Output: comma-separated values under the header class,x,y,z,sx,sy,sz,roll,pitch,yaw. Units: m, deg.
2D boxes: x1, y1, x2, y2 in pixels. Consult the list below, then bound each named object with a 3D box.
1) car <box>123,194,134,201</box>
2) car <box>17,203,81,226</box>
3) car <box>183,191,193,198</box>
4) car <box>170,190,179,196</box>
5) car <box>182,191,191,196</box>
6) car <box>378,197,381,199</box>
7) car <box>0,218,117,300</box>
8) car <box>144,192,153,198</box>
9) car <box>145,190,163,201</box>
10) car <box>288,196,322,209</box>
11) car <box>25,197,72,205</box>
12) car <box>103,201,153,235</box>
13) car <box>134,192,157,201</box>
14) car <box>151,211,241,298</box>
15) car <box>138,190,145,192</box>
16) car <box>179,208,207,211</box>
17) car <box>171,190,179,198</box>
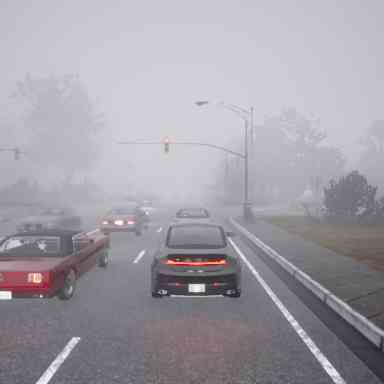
class,x,y,z,sx,sy,sz,roll,pitch,yaw
car,-10.738,1.115,58.601,1.994,1.385,4.181,0,1,0
car,-7.144,1.464,16.952,1.994,1.385,4.181,0,0,0
car,-0.745,0.772,85.347,1.994,1.385,4.181,0,1,-4
car,-4.986,0.270,94.854,2.097,1.767,4.553,0,1,-7
car,-1.506,0.452,95.224,2.033,1.411,5.357,0,1,-7
car,24.301,0.937,39.114,5.566,2.045,2.150,0,0,-3
car,-3.421,1.569,8.246,1.895,1.301,4.718,0,0,0
car,-11.342,0.671,86.676,1.882,1.535,5.008,0,1,-3
car,-7.237,0.851,63.885,2.097,1.767,4.553,0,1,0
car,13.633,1.212,38.484,4.902,1.511,2.128,0,0,-3
car,-17.039,1.256,39.796,5.357,1.411,2.033,0,1,-13
car,-3.462,1.440,17.835,2.033,1.411,5.357,0,0,-1
car,-6.404,1.159,44.913,2.128,1.511,4.902,0,0,-11
car,0.080,1.472,8.429,1.837,1.490,4.892,0,0,0
car,-10.766,0.639,71.573,2.150,2.045,5.566,0,1,-1
car,0.064,1.494,17.742,1.895,1.301,4.718,0,0,0
car,-4.217,0.752,84.807,2.128,1.511,4.902,0,1,-4
